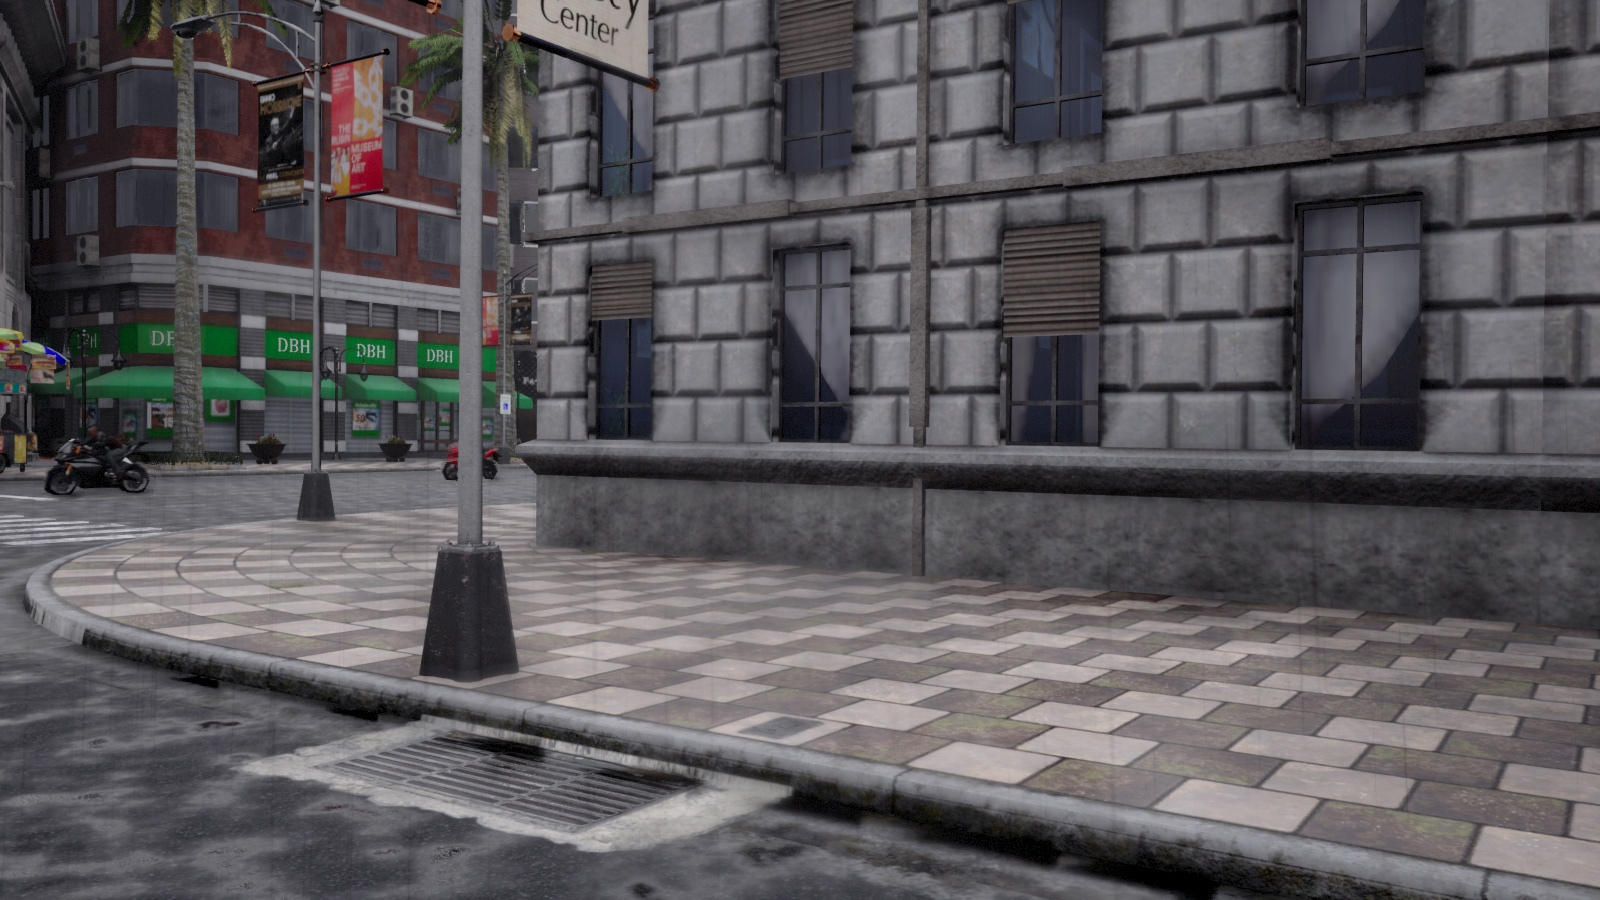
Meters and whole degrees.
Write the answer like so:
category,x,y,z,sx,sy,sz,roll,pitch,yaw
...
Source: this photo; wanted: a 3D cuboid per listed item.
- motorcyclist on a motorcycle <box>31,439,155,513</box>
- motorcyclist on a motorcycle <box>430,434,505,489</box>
category,x,y,z,sx,sy,sz,roll,pitch,yaw
motorcyclist on a motorcycle,-15.420,0.531,27.451,0.866,1.530,2.191,0,1,34
motorcyclist on a motorcycle,-9.547,0.307,36.129,0.797,1.523,2.044,0,1,34
